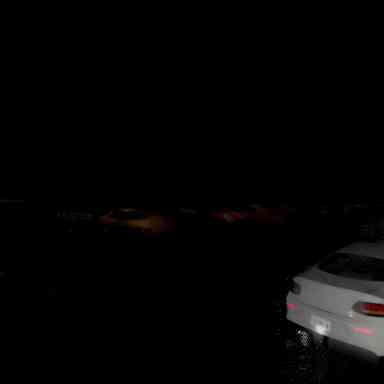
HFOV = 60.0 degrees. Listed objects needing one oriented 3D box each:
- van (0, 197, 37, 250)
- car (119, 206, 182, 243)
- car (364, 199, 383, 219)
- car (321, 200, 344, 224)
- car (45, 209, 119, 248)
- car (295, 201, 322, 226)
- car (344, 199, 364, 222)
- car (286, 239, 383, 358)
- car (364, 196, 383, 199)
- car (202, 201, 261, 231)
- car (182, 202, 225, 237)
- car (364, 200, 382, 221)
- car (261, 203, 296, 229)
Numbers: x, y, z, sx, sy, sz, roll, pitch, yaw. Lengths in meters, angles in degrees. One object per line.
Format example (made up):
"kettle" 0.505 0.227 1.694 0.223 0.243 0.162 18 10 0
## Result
"van" -7.614 1.226 13.430 1.878 1.987 4.442 0 0 -36
"car" -2.917 1.475 16.417 1.946 1.575 5.366 0 0 -36
"car" 15.064 1.601 29.493 2.231 1.521 4.892 1 0 -36
"car" 8.296 1.421 24.623 2.185 1.767 4.553 0 0 -36
"car" -5.288 1.505 14.953 2.002 1.452 4.674 0 0 -36
"car" 6.014 1.533 23.037 2.231 1.521 4.892 0 0 -36
"car" 10.558 1.439 26.240 2.185 1.767 4.553 0 0 -36
"car" 3.550 1.552 5.679 4.674 1.442 1.812 0 0 -36
"car" 19.600 1.389 32.708 2.435 2.045 5.566 1 0 -36
"car" 1.479 1.378 19.826 2.185 1.767 4.553 0 0 -36
"car" -0.761 1.491 18.179 2.097 1.535 5.008 0 0 -36
"car" 12.802 1.621 27.879 2.002 1.452 4.674 0 0 -36
"car" 3.762 1.518 21.414 2.097 1.535 5.008 0 0 -36
